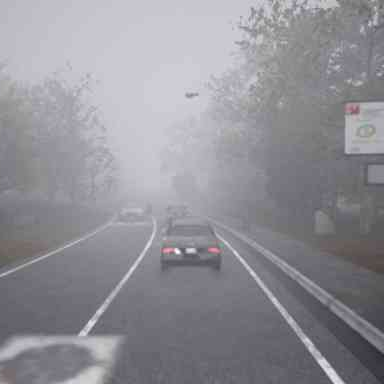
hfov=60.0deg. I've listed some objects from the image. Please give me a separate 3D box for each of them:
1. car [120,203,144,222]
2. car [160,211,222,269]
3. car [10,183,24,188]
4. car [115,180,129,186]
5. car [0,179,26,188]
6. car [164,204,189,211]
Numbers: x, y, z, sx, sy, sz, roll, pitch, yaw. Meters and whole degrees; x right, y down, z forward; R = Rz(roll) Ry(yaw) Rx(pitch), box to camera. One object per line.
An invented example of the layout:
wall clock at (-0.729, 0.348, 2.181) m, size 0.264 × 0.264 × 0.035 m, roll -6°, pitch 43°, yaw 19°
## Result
car at (-5.113, 1.678, 28.709) m, size 1.812 × 1.442 × 4.674 m, roll -1°, pitch 0°, yaw -8°
car at (-0.070, 1.620, 11.372) m, size 2.033 × 1.411 × 5.357 m, roll 0°, pitch 0°, yaw -1°
car at (-42.359, -1.659, 82.225) m, size 1.994 × 1.385 × 4.181 m, roll 1°, pitch 4°, yaw 19°
car at (-20.731, -2.591, 92.808) m, size 4.553 × 1.767 × 2.097 m, roll 1°, pitch 4°, yaw 16°
car at (-45.118, -2.121, 84.048) m, size 2.150 × 2.045 × 5.566 m, roll 2°, pitch 4°, yaw 24°
car at (-1.211, 1.682, 26.515) m, size 2.033 × 1.411 × 5.357 m, roll -1°, pitch 0°, yaw -7°
